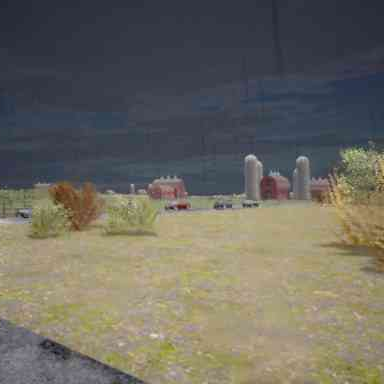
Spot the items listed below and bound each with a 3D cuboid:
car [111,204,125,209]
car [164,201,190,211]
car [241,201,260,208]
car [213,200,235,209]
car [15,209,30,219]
[{"bbox_3d":[-9.123,2.059,41.980,1.994,1.385,4.181,-1,-1,36],"label":"car"},{"bbox_3d":[-2.226,2.102,51.545,1.882,1.535,5.008,-1,-2,36],"label":"car"},{"bbox_3d":[11.413,2.353,64.357,1.895,1.301,4.718,-1,-1,36],"label":"car"},{"bbox_3d":[5.456,2.144,56.029,1.837,1.490,4.892,-1,-2,36],"label":"car"},{"bbox_3d":[-14.951,1.934,33.889,2.033,1.411,5.357,-1,-1,36],"label":"car"}]
